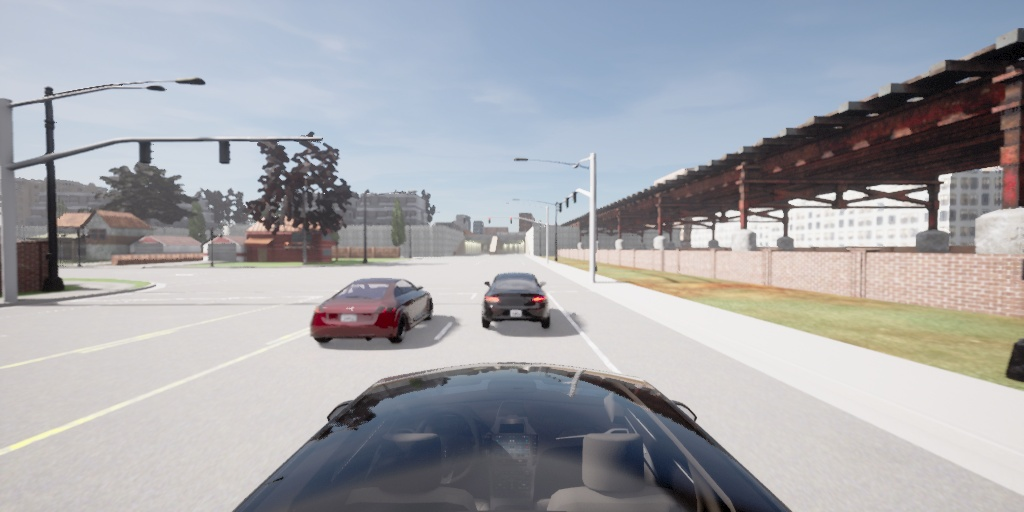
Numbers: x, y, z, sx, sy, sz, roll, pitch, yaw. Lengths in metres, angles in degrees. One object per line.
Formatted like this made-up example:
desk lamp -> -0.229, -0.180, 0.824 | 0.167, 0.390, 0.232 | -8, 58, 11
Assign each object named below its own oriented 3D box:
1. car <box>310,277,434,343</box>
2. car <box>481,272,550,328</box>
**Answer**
car -> -3.400, 1.249, 9.479 | 1.994, 1.385, 4.181 | 0, 0, 0
car -> 0.102, 1.202, 10.944 | 1.812, 1.442, 4.674 | 0, 0, 0
